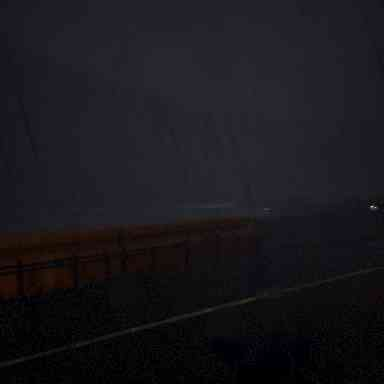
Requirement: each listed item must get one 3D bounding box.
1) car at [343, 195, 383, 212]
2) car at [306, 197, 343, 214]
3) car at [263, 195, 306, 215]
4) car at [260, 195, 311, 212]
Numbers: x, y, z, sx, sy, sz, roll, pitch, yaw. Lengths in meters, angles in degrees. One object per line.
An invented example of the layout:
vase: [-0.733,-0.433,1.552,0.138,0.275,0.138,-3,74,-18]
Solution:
car: [13.417,1.007,23.576,4.553,1.767,2.097,-1,1,-25]
car: [11.987,1.116,26.782,5.008,1.535,1.882,-1,1,-25]
car: [8.620,1.155,29.016,4.892,1.490,1.837,-1,0,-26]
car: [9.367,1.109,33.266,4.892,1.490,1.837,-1,0,-25]
